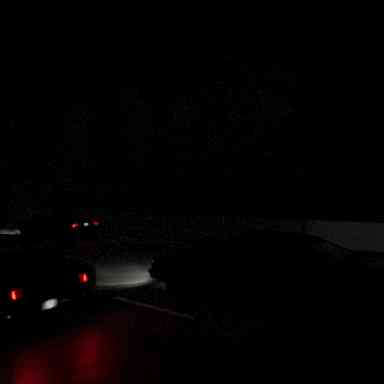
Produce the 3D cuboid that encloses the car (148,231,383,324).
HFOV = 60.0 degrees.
[{"bbox_3d":[1.542,1.570,7.194,5.357,1.411,2.033,-1,0,36],"label":"car"}]

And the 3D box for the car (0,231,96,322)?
[{"bbox_3d":[-4.255,1.656,7.031,4.718,1.301,1.895,0,0,36],"label":"car"}]

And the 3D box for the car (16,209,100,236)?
[{"bbox_3d":[-7.230,1.637,17.753,5.357,1.411,2.033,0,0,36],"label":"car"}]
